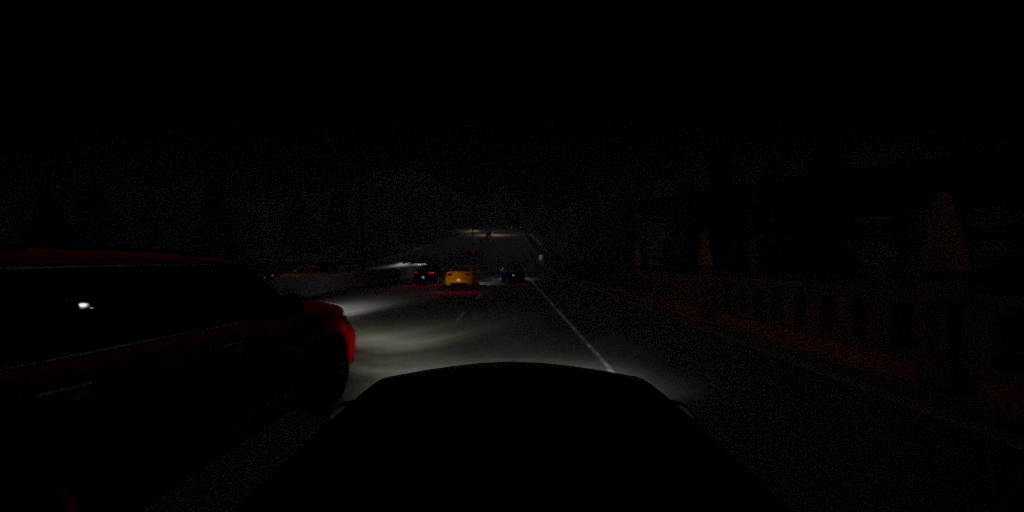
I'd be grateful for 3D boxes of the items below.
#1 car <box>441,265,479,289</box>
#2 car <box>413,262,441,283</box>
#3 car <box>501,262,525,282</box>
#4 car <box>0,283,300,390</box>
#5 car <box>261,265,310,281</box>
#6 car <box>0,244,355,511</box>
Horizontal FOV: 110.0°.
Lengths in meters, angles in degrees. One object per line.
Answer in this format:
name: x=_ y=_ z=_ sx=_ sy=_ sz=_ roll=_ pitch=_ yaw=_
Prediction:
car: x=-3.397 y=1.403 z=25.264 sx=1.882 sy=1.535 sz=5.008 roll=0 pitch=-1 yaw=0
car: x=-6.897 y=1.492 z=30.121 sx=1.812 sy=1.442 sz=4.674 roll=0 pitch=-1 yaw=0
car: x=0.103 y=1.457 z=31.629 sx=1.882 sy=1.535 sz=5.008 roll=0 pitch=-1 yaw=0
car: x=-6.899 y=1.370 z=7.710 sx=1.895 sy=1.301 sz=4.718 roll=0 pitch=-1 yaw=0
car: x=-21.086 y=1.559 z=33.592 sx=1.994 sy=1.385 sz=4.181 roll=0 pitch=0 yaw=0
car: x=-3.399 y=0.956 z=2.958 sx=2.150 sy=2.045 sz=5.566 roll=0 pitch=0 yaw=0
